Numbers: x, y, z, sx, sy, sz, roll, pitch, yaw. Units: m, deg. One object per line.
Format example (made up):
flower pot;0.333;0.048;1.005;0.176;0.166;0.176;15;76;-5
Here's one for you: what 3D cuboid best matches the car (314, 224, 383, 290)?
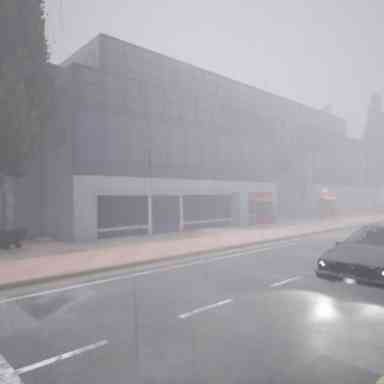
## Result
car;5.488;1.627;9.306;5.357;1.411;2.033;0;-1;-43
